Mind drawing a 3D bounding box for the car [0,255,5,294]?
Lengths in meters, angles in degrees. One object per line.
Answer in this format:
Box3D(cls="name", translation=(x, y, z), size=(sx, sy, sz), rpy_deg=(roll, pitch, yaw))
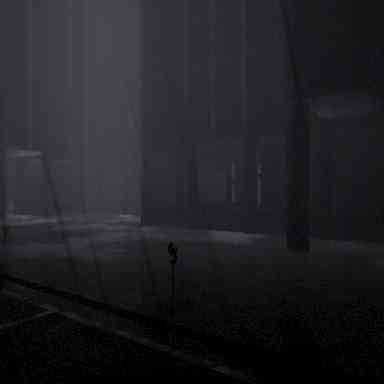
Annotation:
Box3D(cls="car", translation=(-5.953, 1.440, 7.327), size=(4.097, 1.590, 1.967), rpy_deg=(0, 0, 36))
